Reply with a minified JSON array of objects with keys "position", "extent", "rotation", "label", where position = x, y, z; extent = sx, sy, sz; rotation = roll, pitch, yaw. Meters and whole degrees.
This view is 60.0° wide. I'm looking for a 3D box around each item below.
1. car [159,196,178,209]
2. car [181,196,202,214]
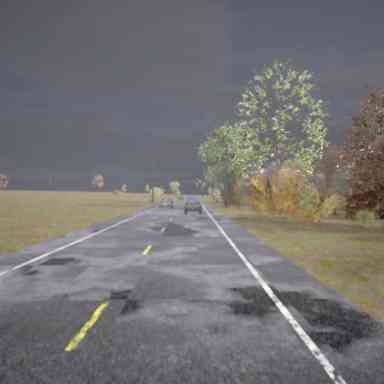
[{"position":[-3.578,1.542,46.717],"extent":[2.128,1.511,4.902],"rotation":[0,0,0],"label":"car"},{"position":[0.108,1.530,36.237],"extent":[2.128,1.511,4.902],"rotation":[0,0,0],"label":"car"}]
